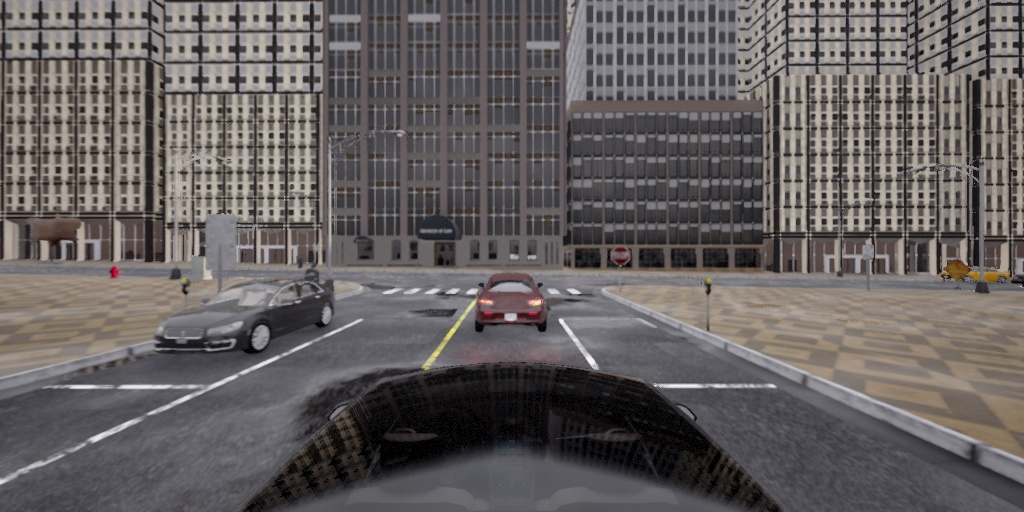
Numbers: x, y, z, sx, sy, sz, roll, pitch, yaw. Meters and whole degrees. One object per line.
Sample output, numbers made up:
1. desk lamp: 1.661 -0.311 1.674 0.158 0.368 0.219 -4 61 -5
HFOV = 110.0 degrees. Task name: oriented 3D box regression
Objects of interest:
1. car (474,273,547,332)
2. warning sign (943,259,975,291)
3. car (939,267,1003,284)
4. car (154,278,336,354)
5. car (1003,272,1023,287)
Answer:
1. car: -0.036 1.210 10.500 1.812 1.442 4.674 0 0 0
2. warning sign: 26.511 1.096 21.330 1.060 1.860 1.300 0 0 0
3. car: 43.551 1.768 33.851 5.008 1.535 1.882 1 0 1
4. car: -5.848 1.249 8.518 2.007 1.370 4.403 0 0 0
5. car: 41.714 1.792 27.292 5.357 1.411 2.033 1 0 1
